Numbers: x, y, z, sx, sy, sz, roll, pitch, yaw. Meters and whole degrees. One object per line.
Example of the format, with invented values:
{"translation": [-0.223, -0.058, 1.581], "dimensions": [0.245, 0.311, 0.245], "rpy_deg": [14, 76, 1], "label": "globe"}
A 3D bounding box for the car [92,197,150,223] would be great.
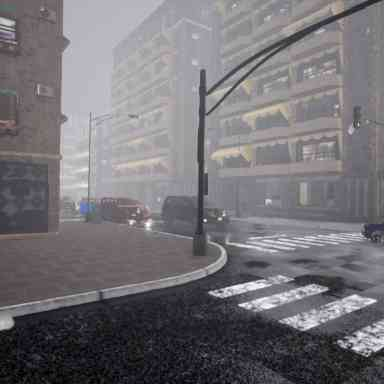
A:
{"translation": [-5.545, 1.310, 25.458], "dimensions": [2.192, 1.841, 5.009], "rpy_deg": [1, -1, -35], "label": "car"}

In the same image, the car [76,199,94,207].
{"translation": [-18.504, 1.867, 57.290], "dimensions": [1.802, 1.307, 4.206], "rpy_deg": [1, -1, -35], "label": "car"}

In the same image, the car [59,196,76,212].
{"translation": [-15.234, 1.368, 39.094], "dimensions": [2.192, 1.841, 5.009], "rpy_deg": [1, -1, -35], "label": "car"}

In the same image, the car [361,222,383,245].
{"translation": [9.578, 1.653, 13.514], "dimensions": [1.895, 1.301, 4.718], "rpy_deg": [1, -1, -35], "label": "car"}

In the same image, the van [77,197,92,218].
{"translation": [-8.775, 1.354, 30.003], "dimensions": [1.690, 1.788, 3.998], "rpy_deg": [1, -1, -35], "label": "van"}

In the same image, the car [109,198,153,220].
{"translation": [-5.524, 1.410, 29.693], "dimensions": [2.097, 1.767, 4.553], "rpy_deg": [1, -1, -35], "label": "car"}

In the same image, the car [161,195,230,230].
{"translation": [0.046, 1.249, 21.846], "dimensions": [2.150, 2.045, 5.566], "rpy_deg": [1, -1, -36], "label": "car"}
